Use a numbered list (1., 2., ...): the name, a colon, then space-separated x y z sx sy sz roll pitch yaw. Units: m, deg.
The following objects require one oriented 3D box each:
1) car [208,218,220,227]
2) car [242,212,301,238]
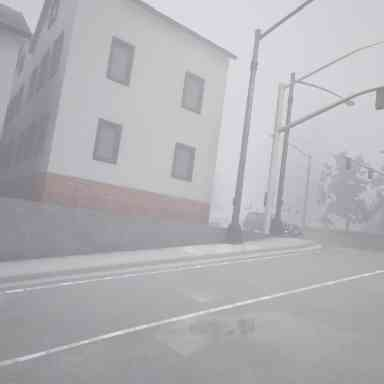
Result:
1. car: 0.976 3.291 37.918 2.033 1.411 5.357 12 -7 -35
2. car: 6.979 2.946 29.609 2.150 2.045 5.566 12 -7 -35
